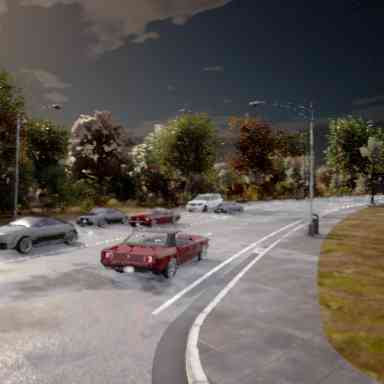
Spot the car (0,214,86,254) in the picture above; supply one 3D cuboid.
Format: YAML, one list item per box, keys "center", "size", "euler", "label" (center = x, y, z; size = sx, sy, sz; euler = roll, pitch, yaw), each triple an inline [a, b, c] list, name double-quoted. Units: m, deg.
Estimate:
- center: [-7.067, 1.782, 14.779]
  size: [1.994, 1.385, 4.181]
  euler: [1, -1, 22]
  label: "car"

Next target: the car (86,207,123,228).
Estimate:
- center: [-6.582, 1.850, 24.776]
  size: [1.994, 1.385, 4.181]
  euler: [0, 0, 26]
  label: "car"

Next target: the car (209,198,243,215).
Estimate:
- center: [4.055, 1.675, 36.694]
  size: [1.994, 1.385, 4.181]
  euler: [0, 2, 33]
  label: "car"

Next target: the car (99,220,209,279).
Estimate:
- center: [-0.945, 1.872, 11.159]
  size: [1.895, 1.301, 4.718]
  euler: [1, -1, 20]
  label: "car"

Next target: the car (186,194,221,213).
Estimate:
- center: [1.577, 1.300, 39.335]
  size: [2.150, 2.045, 5.566]
  euler: [0, 2, 33]
  label: "car"

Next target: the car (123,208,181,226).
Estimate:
- center: [-2.739, 1.913, 24.753]
  size: [1.895, 1.301, 4.718]
  euler: [0, 0, 27]
  label: "car"
